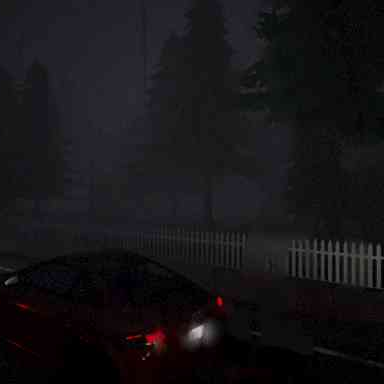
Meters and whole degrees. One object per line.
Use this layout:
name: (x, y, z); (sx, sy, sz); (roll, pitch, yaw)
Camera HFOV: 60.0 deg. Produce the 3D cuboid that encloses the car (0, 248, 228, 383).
car: (-1.580, 1.562, 4.904); (4.181, 1.385, 1.994); (0, 0, 35)
